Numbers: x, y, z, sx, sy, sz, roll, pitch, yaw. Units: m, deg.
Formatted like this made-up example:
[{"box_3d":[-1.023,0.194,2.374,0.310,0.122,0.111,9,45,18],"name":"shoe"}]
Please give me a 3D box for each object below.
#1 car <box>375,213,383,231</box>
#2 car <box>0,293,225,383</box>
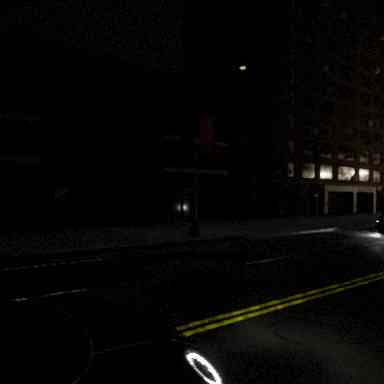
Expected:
[{"box_3d":[13.666,1.773,21.418,4.892,1.490,1.837,1,-1,-35],"name":"car"},{"box_3d":[-1.881,1.350,2.097,4.553,1.767,2.097,0,0,-36],"name":"car"}]
